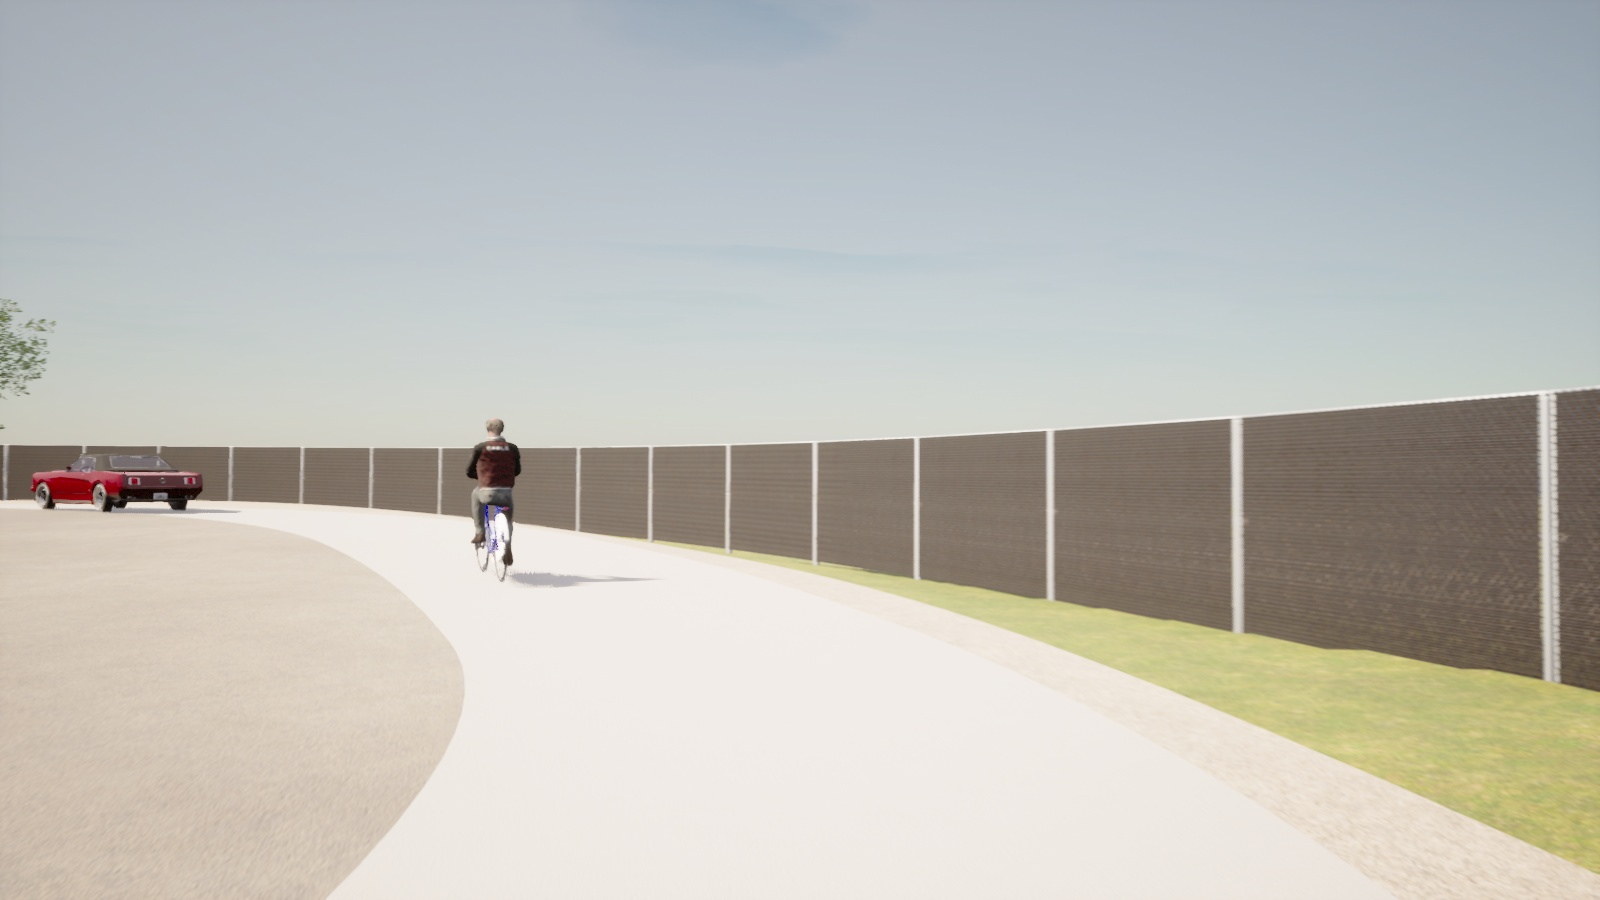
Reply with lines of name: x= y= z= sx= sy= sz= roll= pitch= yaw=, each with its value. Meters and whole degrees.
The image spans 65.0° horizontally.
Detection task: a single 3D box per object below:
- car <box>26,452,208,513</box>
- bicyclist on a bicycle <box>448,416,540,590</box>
car: x=-15.698 y=0.716 z=28.768 sx=4.718 sy=1.301 sz=1.895 roll=-1 pitch=-1 yaw=37
bicyclist on a bicycle: x=-3.383 y=0.527 z=13.785 sx=0.659 sy=1.776 sz=1.843 roll=0 pitch=1 yaw=-24
